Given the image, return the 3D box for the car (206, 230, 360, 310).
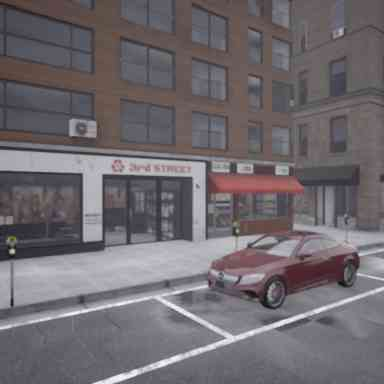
[{"bbox_3d":[2.271,1.583,7.759,4.206,1.307,1.802,0,0,-35],"label":"car"}]
